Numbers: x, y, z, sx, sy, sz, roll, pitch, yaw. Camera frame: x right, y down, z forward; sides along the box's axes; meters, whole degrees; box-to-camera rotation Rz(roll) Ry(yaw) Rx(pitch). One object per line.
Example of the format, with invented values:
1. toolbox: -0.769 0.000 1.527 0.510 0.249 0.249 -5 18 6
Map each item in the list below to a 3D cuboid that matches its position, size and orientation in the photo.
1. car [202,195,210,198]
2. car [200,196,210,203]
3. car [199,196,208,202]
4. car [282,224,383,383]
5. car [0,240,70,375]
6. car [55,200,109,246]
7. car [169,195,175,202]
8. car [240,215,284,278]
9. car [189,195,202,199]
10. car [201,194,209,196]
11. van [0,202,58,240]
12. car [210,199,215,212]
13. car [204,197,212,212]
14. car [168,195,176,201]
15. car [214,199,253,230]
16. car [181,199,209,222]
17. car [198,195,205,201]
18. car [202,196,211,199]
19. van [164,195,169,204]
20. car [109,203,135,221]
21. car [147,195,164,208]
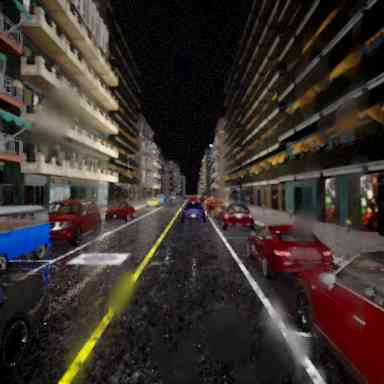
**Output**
1. car: 2.704 1.546 49.564 1.752 1.417 4.829 0 0 0
2. car: 2.710 1.622 72.040 2.008 1.369 4.403 0 0 0
3. car: 2.712 1.638 77.701 2.008 1.369 4.403 0 0 0
4. car: 2.692 1.436 4.100 1.967 1.590 4.097 0 0 0
5. car: -3.097 1.544 2.851 2.033 1.411 5.357 0 0 0
6. car: -5.686 1.307 15.447 2.192 1.841 5.009 0 0 0
7. car: -5.669 1.527 77.728 1.967 1.590 4.097 0 0 0
8. car: 2.693 1.573 9.763 1.802 1.307 4.206 0 0 0
9. car: 0.116 1.542 46.386 1.812 1.442 4.674 0 0 0
10. car: 2.708 1.371 66.378 2.192 1.841 5.009 0 0 0
11. van: -5.687 1.332 9.787 1.690 1.788 3.998 0 0 0
12. car: 2.698 1.524 26.915 1.752 1.417 4.829 0 0 0
13. car: 2.701 1.553 38.070 1.887 1.381 4.507 0 0 0
14. car: -5.663 1.667 94.544 1.752 1.417 4.829 0 0 0
15. car: 2.696 1.435 21.083 1.967 1.590 4.097 0 0 0
16. car: 0.110 1.524 26.168 1.812 1.442 4.674 0 0 0
17. car: 2.717 1.583 94.687 1.967 1.590 4.097 0 0 0
18. car: 2.703 1.558 43.736 1.887 1.381 4.507 0 0 0
19. van: -5.674 1.382 60.743 1.690 1.788 3.998 0 0 0
20. car: -5.683 1.543 26.771 1.887 1.381 4.507 0 0 0
21. car: -5.676 1.545 49.249 1.752 1.417 4.829 0 0 0
